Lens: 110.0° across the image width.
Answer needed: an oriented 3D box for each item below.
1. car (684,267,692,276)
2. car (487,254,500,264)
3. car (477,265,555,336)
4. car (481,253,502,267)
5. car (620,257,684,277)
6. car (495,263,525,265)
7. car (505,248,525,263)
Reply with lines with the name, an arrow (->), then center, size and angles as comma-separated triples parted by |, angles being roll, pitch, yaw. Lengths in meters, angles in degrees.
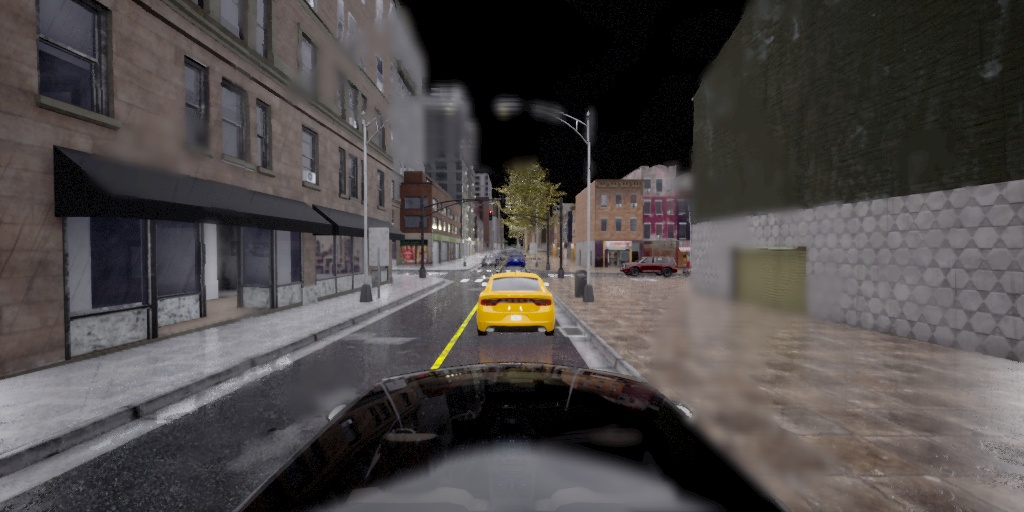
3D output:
car -> 18.119, 1.297, 33.391 | 4.207, 1.307, 1.802 | 0, 0, 0
car -> -2.821, 0.444, 55.813 | 1.895, 1.301, 4.718 | 0, 2, 0
car -> 0.100, 1.206, 10.414 | 1.882, 1.535, 5.008 | 0, 0, 0
car -> -2.820, 0.615, 45.972 | 2.128, 1.511, 4.902 | 0, 2, 1
car -> 12.717, 0.953, 33.384 | 5.009, 1.841, 2.192 | 0, 0, 0
car -> 0.076, 1.250, 19.856 | 1.895, 1.301, 4.718 | 0, 1, 0
car -> 0.384, 0.443, 42.334 | 2.150, 2.045, 5.566 | 0, 1, 0
